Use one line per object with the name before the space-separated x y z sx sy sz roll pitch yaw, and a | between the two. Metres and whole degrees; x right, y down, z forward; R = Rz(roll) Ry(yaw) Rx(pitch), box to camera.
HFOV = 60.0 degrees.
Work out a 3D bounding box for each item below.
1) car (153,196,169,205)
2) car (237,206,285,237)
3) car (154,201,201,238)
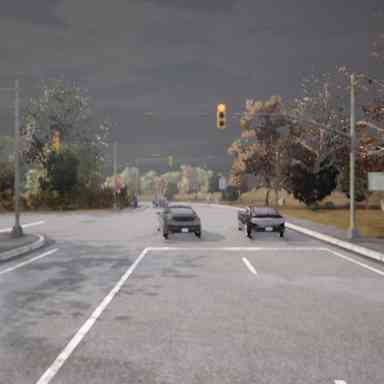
car | -4.737 1.488 52.705 2.097 1.767 4.553 0 -1 -6
car | 3.563 1.471 17.743 2.128 1.511 4.902 0 0 0
car | -0.786 1.485 17.787 1.837 1.490 4.892 0 0 -11
